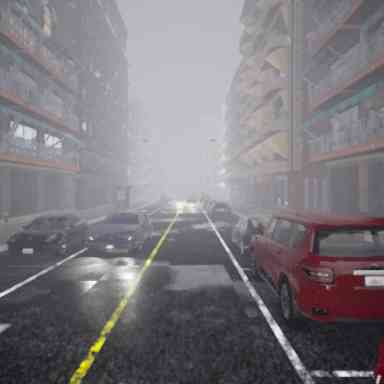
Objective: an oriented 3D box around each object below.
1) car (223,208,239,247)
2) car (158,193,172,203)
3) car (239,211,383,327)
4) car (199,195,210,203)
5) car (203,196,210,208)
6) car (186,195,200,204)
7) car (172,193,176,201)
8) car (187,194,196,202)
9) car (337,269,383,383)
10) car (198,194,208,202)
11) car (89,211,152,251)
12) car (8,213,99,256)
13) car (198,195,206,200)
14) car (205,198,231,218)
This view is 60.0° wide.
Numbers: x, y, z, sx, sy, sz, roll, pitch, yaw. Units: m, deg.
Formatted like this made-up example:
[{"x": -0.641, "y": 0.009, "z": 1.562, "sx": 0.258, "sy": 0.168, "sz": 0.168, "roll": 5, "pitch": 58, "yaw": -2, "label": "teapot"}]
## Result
[{"x": 2.512, "y": 1.525, "z": 12.623, "sx": 2.008, "sy": 1.369, "sz": 4.403, "roll": -1, "pitch": 0, "yaw": 0, "label": "car"}, {"x": -5.387, "y": 1.325, "z": 63.828, "sx": 1.967, "sy": 1.590, "sz": 4.097, "roll": -1, "pitch": 0, "yaw": 0, "label": "car"}, {"x": 2.515, "y": 1.300, "z": 6.958, "sx": 2.192, "sy": 1.841, "sz": 5.009, "roll": -1, "pitch": 0, "yaw": 0, "label": "car"}, {"x": 2.479, "y": 1.464, "z": 46.609, "sx": 2.008, "sy": 1.369, "sz": 4.403, "roll": -1, "pitch": 0, "yaw": 0, "label": "car"}, {"x": 2.490, "y": 1.477, "z": 35.280, "sx": 1.887, "sy": 1.381, "sz": 4.507, "roll": -1, "pitch": 0, "yaw": 0, "label": "car"}, {"x": -0.056, "y": 1.492, "z": 60.154, "sx": 1.895, "sy": 1.301, "sz": 4.718, "roll": 0, "pitch": 0, "yaw": 0, "label": "car"}, {"x": -5.398, "y": 1.309, "z": 75.131, "sx": 1.967, "sy": 1.590, "sz": 4.097, "roll": -1, "pitch": 0, "yaw": 0, "label": "car"}, {"x": -0.067, "y": 1.258, "z": 70.370, "sx": 1.812, "sy": 1.442, "sz": 4.674, "roll": 0, "pitch": 0, "yaw": 0, "label": "car"}, {"x": 2.523, "y": 1.542, "z": 1.294, "sx": 1.887, "sy": 1.381, "sz": 4.507, "roll": -1, "pitch": 0, "yaw": 0, "label": "car"}, {"x": 2.487, "y": 1.310, "z": 74.930, "sx": 1.967, "sy": 1.590, "sz": 4.097, "roll": -1, "pitch": 0, "yaw": 0, "label": "car"}, {"x": -2.832, "y": 1.518, "z": 14.163, "sx": 2.033, "sy": 1.411, "sz": 5.357, "roll": 0, "pitch": 0, "yaw": 0, "label": "car"}, {"x": -5.335, "y": 1.538, "z": 12.968, "sx": 1.947, "sy": 1.339, "sz": 4.313, "roll": -1, "pitch": 0, "yaw": 0, "label": "car"}, {"x": 2.473, "y": 1.400, "z": 86.259, "sx": 1.887, "sy": 1.381, "sz": 4.507, "roll": -1, "pitch": 0, "yaw": 0, "label": "car"}, {"x": 2.495, "y": 1.508, "z": 29.616, "sx": 1.947, "sy": 1.339, "sz": 4.313, "roll": -1, "pitch": 0, "yaw": 0, "label": "car"}]
